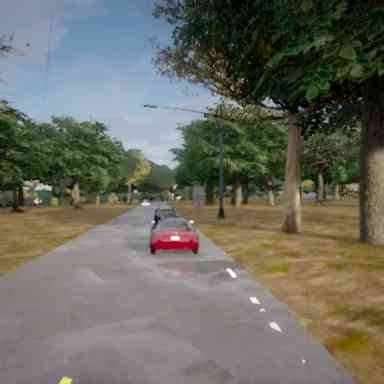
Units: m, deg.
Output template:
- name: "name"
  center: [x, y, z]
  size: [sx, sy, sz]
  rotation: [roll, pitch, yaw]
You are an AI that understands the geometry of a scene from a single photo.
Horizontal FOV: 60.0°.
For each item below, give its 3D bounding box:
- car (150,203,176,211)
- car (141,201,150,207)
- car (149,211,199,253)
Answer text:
- name: "car"
  center: [-2.399, 1.870, 29.376]
  size: [2.128, 1.511, 4.902]
  rotation: [0, -1, -6]
- name: "car"
  center: [-9.726, 2.567, 70.501]
  size: [1.895, 1.301, 4.718]
  rotation: [0, -1, -6]
- name: "car"
  center: [-0.840, 1.731, 14.513]
  size: [1.994, 1.385, 4.181]
  rotation: [0, -1, -6]
